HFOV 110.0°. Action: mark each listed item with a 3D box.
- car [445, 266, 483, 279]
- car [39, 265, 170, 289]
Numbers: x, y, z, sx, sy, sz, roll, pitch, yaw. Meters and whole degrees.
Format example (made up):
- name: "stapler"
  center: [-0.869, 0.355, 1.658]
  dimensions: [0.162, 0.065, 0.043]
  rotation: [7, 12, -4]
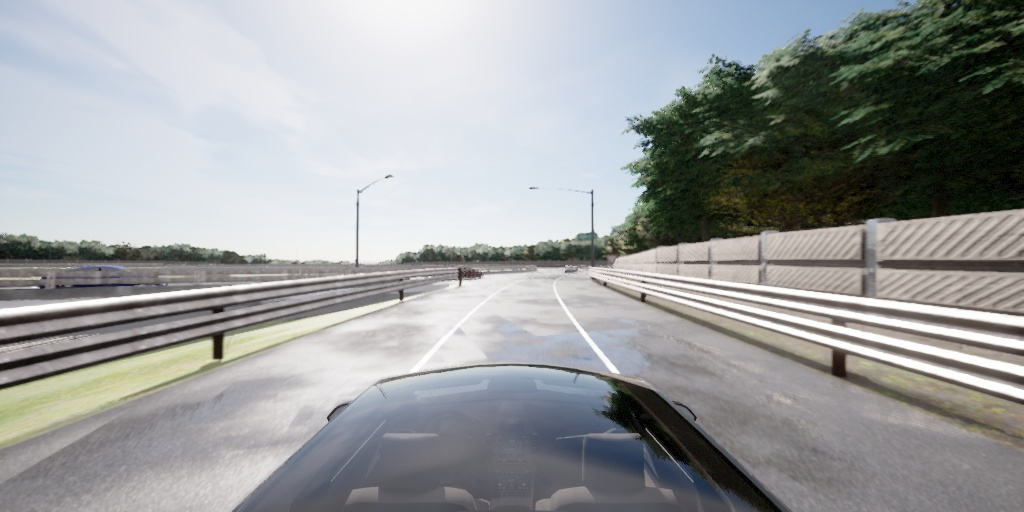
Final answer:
- name: "car"
  center: [-5.207, 1.817, 39.083]
  dimensions: [1.812, 1.442, 4.674]
  rotation: [-1, -2, 38]
- name: "car"
  center: [-23.241, 1.301, 20.754]
  dimensions: [5.008, 1.535, 1.882]
  rotation: [1, -1, -39]
